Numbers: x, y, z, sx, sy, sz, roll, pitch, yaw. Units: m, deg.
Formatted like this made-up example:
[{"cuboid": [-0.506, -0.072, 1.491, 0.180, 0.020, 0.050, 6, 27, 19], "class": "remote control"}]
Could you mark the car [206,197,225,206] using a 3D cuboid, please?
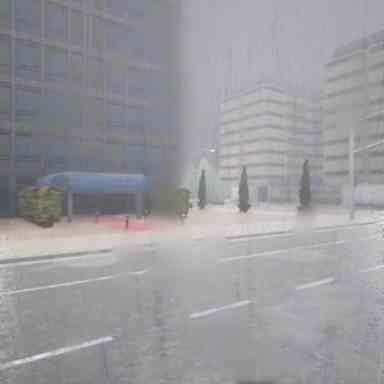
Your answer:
[{"cuboid": [3.574, 1.598, 55.610, 1.812, 1.442, 4.674, 0, 0, -35], "class": "car"}]
